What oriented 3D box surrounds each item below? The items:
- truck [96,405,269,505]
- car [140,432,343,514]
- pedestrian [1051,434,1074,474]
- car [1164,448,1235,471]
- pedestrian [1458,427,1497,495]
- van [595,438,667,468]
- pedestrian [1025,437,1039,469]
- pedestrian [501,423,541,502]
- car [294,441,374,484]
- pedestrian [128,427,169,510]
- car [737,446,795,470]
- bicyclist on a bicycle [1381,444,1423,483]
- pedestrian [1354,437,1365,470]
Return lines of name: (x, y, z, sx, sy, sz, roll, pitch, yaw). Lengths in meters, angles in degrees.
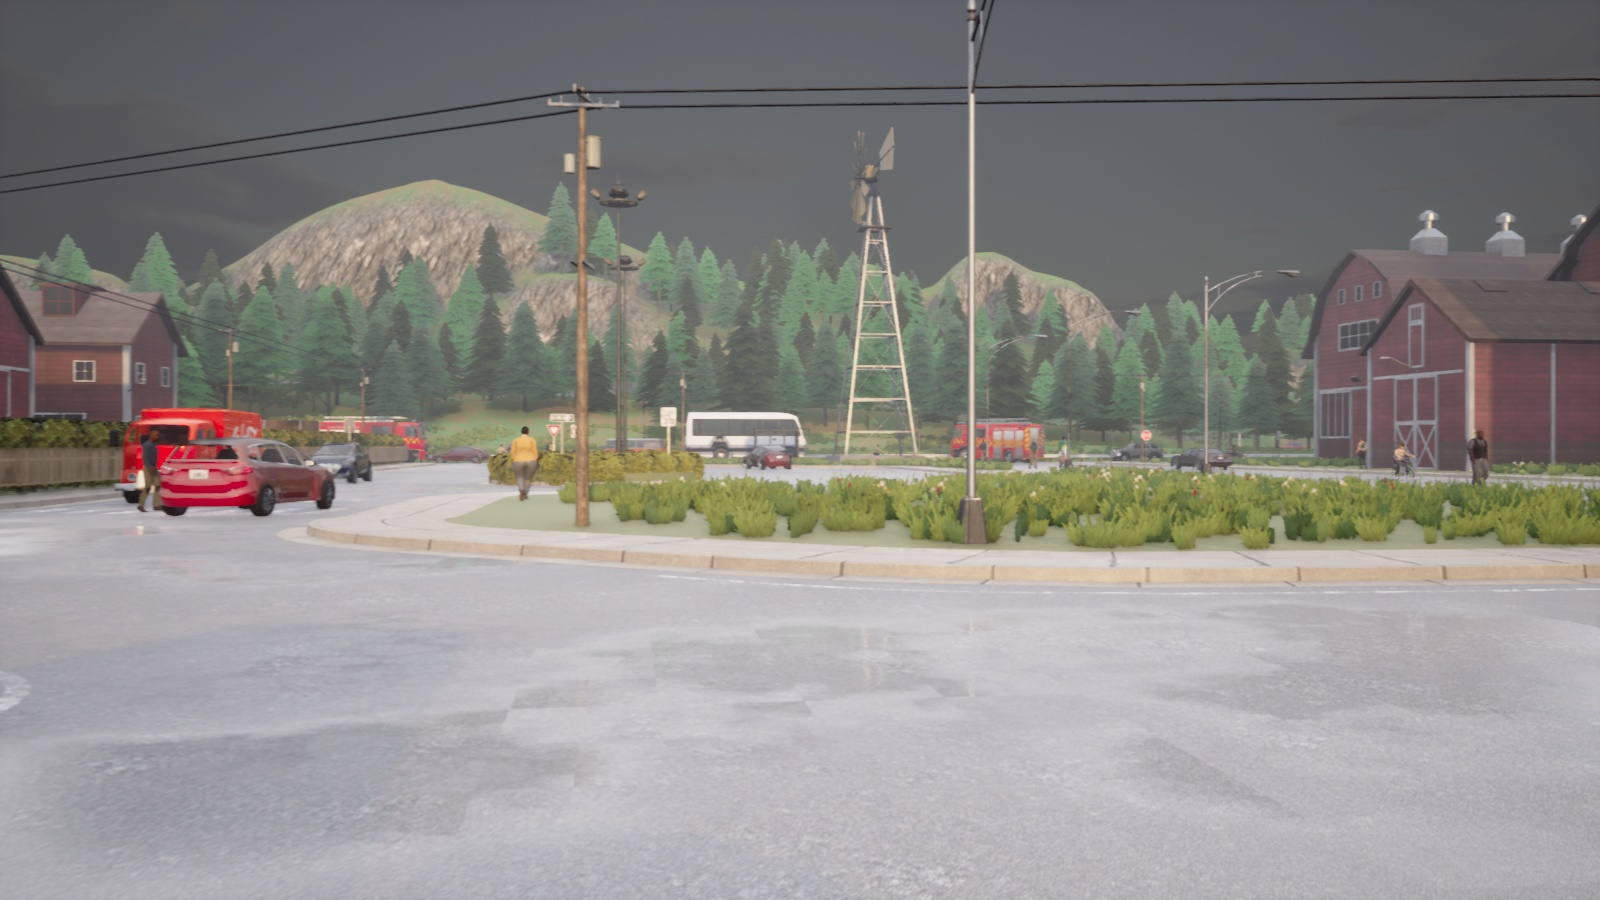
truck: (-16.308, 0.116, 33.543, 2.627, 2.467, 5.204, 0, 0, -8)
car: (-12.213, 0.470, 27.879, 2.242, 1.667, 4.611, 0, 0, 4)
pedestrian: (12.886, 0.205, 61.626, 0.659, 1.952, 0.873, 0, 0, -30)
car: (24.619, 0.564, 77.631, 2.033, 1.411, 5.357, 0, 0, -9)
pedestrian: (19.136, 0.310, 35.499, 0.563, 1.883, 0.849, 0, 0, -9)
van: (-11.308, 0.183, 83.999, 4.442, 1.987, 1.775, 0, 0, 7)
pedestrian: (13.169, 0.175, 71.243, 0.540, 1.848, 0.694, 0, 0, -12)
pedestrian: (-6.664, 0.285, 30.048, 0.874, 1.855, 0.900, 0, 0, -8)
car: (-18.669, 0.468, 50.542, 2.033, 1.649, 4.856, 0, 0, -8)
pedestrian: (-14.469, 0.410, 27.885, 0.726, 1.835, 0.370, 0, 0, 10)
car: (-2.169, 0.470, 77.920, 2.163, 1.488, 4.792, 0, 0, -20)
bicyclist on a bicycle: (24.958, 0.543, 52.059, 0.866, 1.612, 1.509, 0, 0, -8)
pedestrian: (31.506, 0.203, 70.710, 0.345, 1.836, 0.594, 0, 0, -6)
